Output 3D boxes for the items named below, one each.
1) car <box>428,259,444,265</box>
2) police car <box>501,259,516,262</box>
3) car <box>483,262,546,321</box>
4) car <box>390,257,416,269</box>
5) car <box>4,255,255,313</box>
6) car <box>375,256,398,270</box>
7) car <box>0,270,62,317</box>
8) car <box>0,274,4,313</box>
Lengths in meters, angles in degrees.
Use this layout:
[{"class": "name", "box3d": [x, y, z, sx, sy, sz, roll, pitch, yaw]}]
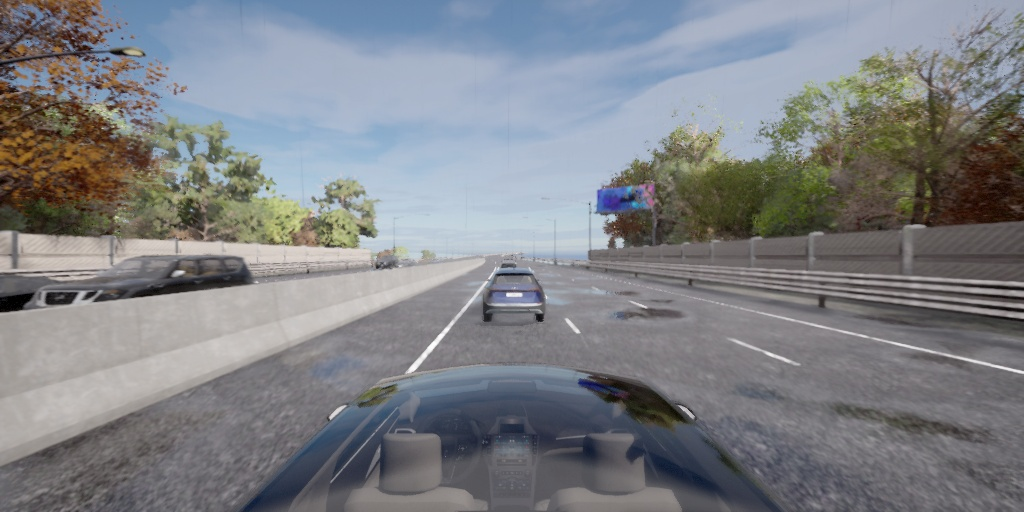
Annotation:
[{"class": "car", "box3d": [-11.339, 1.236, 53.635, 2.128, 1.511, 4.902, 0, 0, -1]}, {"class": "police car", "box3d": [-0.419, 1.170, 43.897, 1.930, 1.638, 5.238, 0, 0, -1]}, {"class": "car", "box3d": [0.055, 1.180, 12.535, 2.033, 1.649, 4.856, 0, 0, 0]}, {"class": "car", "box3d": [-14.752, 1.239, 49.922, 2.128, 1.511, 4.902, 0, 0, -1]}, {"class": "car", "box3d": [-10.634, 0.975, 11.075, 2.150, 2.045, 5.566, 0, 0, 0]}, {"class": "car", "box3d": [-18.320, 0.967, 53.035, 2.150, 2.045, 5.566, 0, 0, -1]}, {"class": "car", "box3d": [-17.634, 1.261, 10.871, 1.837, 1.490, 4.892, 0, 0, 0]}, {"class": "car", "box3d": [-14.126, 1.232, 9.295, 1.882, 1.535, 5.008, 0, 0, 0]}]
